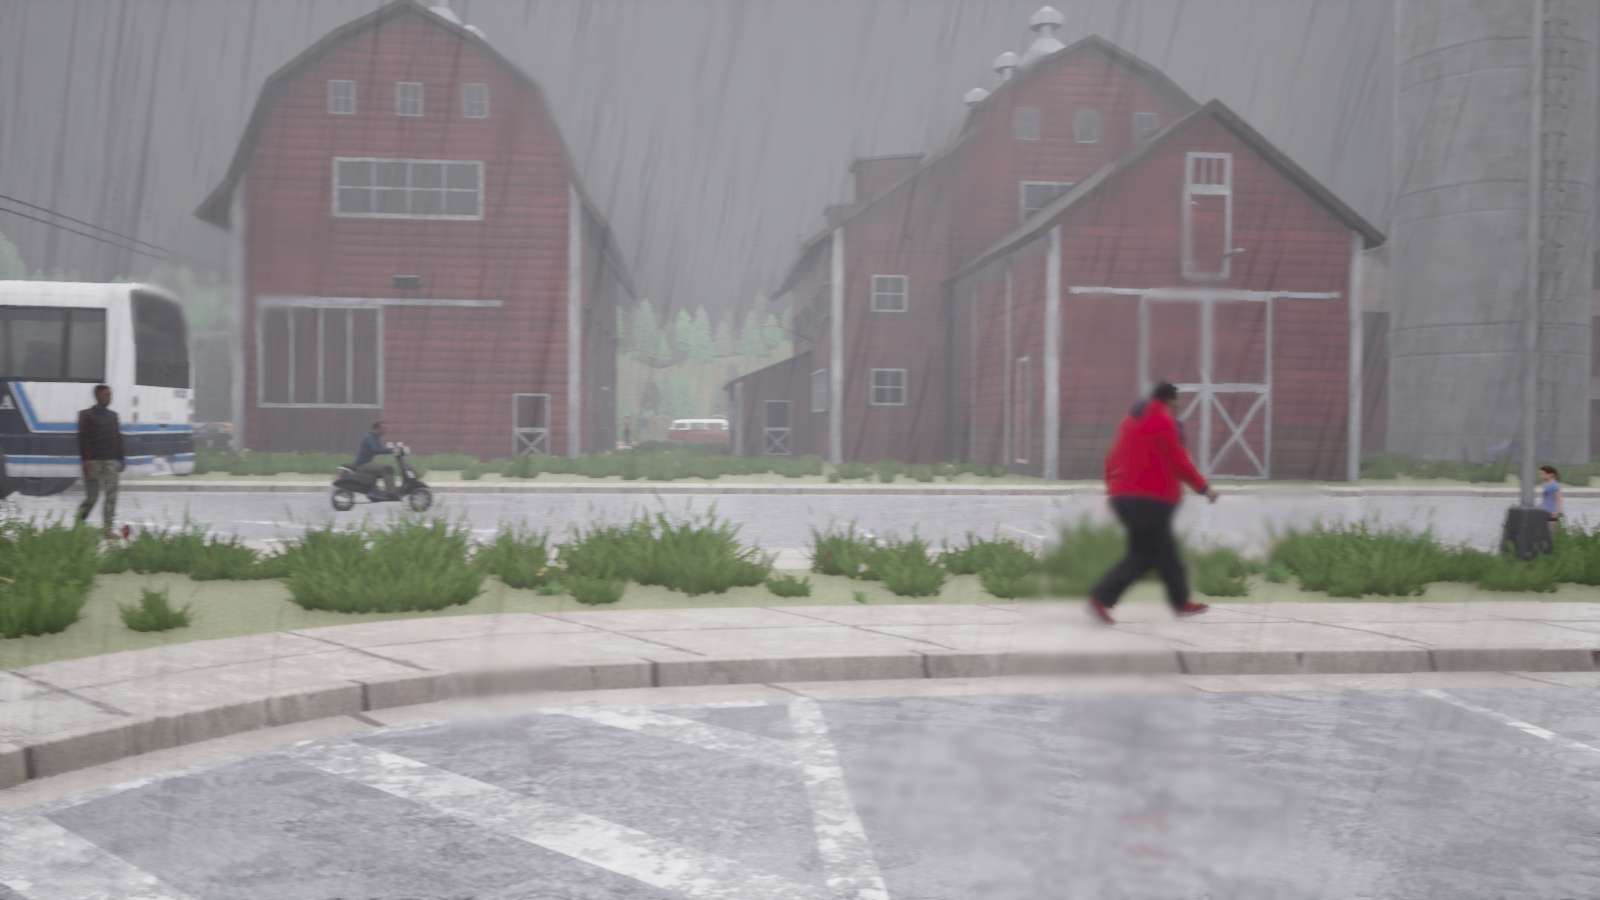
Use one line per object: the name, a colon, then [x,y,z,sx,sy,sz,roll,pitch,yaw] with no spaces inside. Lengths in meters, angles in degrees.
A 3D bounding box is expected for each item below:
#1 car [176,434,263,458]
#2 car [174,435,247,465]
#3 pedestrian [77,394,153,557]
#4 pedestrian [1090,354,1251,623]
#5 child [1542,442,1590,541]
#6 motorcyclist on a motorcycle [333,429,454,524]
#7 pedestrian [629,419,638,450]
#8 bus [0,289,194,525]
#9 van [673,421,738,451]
car: [-39.470,-0.300,85.447,5.008,1.535,1.882,-1,1,-5]
car: [-31.118,-0.016,66.412,1.837,1.490,4.892,-1,1,-4]
pedestrian: [-7.947,0.286,14.575,0.703,1.840,0.431,0,1,29]
pedestrian: [2.643,0.255,8.998,0.899,1.844,0.634,-1,1,-11]
child: [8.783,0.471,14.400,0.394,1.110,0.255,-1,1,2]
motorcyclist on a motorcycle: [-7.042,0.443,21.829,1.817,1.590,0.866,-1,1,-5]
pedestrian: [-9.919,-0.909,74.852,0.345,1.836,0.594,-1,1,6]
bus: [-17.849,-0.803,24.307,10.273,4.253,3.944,0,1,-5]
van: [-6.688,-1.009,88.543,4.480,2.038,2.069,-1,1,-5]
